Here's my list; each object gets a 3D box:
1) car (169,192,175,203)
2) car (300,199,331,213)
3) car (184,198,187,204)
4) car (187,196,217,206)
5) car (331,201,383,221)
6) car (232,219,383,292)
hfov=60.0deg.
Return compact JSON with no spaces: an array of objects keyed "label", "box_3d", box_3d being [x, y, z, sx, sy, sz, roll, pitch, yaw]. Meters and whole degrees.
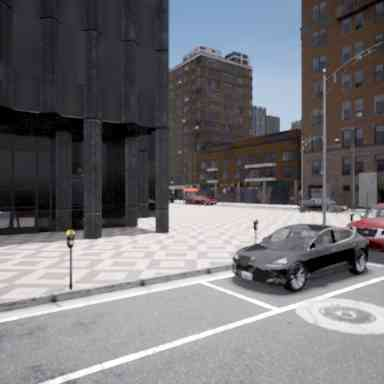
[{"label":"car","box_3d":[-5.577,1.112,67.077,2.150,2.045,5.566,0,0,-35]},{"label":"car","box_3d":[13.448,1.429,34.151,2.128,1.511,4.902,0,0,-35]},{"label":"car","box_3d":[0.435,1.397,58.465,1.882,1.535,5.008,0,0,-35]},{"label":"car","box_3d":[1.821,1.412,50.973,1.882,1.535,5.008,0,0,-34]},{"label":"car","box_3d":[7.627,1.306,12.225,5.009,1.841,2.192,0,0,-36]},{"label":"car","box_3d":[3.039,1.561,8.944,4.313,1.339,1.947,0,0,-36]}]
